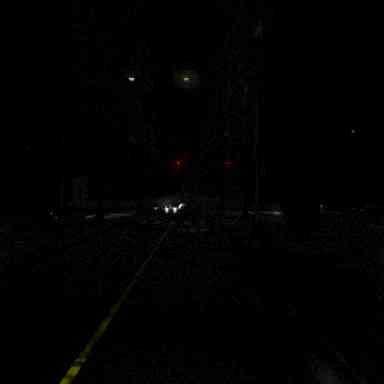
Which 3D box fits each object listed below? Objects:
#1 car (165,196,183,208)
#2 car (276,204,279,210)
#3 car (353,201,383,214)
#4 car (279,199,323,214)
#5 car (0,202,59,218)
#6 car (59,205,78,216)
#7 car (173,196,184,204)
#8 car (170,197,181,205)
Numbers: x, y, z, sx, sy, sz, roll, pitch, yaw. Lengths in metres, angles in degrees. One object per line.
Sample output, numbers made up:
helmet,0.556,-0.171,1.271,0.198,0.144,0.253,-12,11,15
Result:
car,-3.030,1.690,52.904,2.033,1.411,5.357,0,0,4
car,12.653,1.604,40.043,4.902,1.511,2.128,0,0,0
car,20.951,1.721,36.756,4.718,1.301,1.895,0,0,0
car,12.213,1.673,36.793,4.181,1.385,1.994,0,0,0
car,-15.010,1.679,30.216,4.718,1.301,1.895,0,0,-2
car,-14.071,1.683,33.471,4.718,1.301,1.895,0,0,0
car,-2.981,1.722,72.870,2.128,1.511,4.902,0,0,0
car,-3.033,1.647,62.708,1.882,1.535,5.008,0,0,0
